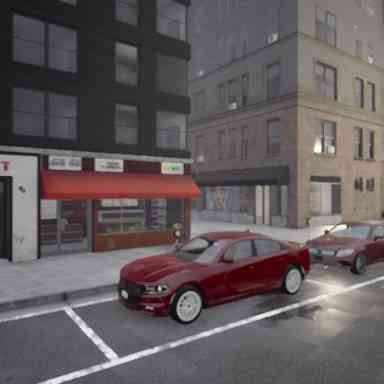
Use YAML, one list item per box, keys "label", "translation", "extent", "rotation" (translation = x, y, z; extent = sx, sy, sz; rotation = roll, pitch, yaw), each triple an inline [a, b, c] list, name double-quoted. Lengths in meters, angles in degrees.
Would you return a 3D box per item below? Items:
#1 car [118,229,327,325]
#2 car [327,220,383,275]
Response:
- label: "car"
  translation: [0.657, 1.539, 7.110]
  extent: [4.507, 1.381, 1.887]
  rotation: [0, 0, -35]
- label: "car"
  translation: [5.180, 1.564, 10.329]
  extent: [4.206, 1.307, 1.802]
  rotation: [0, 0, -35]
